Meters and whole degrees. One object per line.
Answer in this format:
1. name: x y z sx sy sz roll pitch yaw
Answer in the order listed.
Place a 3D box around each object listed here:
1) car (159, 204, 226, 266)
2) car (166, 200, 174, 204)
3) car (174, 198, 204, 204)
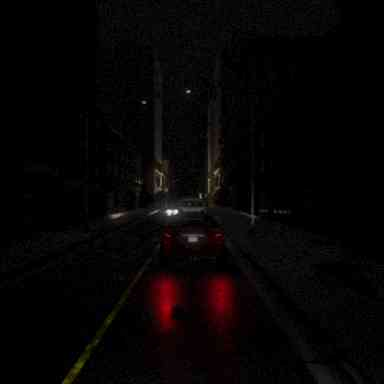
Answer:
1. car: 0.047 1.487 12.223 2.097 1.767 4.553 0 -1 1
2. car: -3.066 2.141 54.468 2.128 1.511 4.902 0 -1 0
3. car: 0.037 1.516 26.160 2.150 2.045 5.566 0 0 1
